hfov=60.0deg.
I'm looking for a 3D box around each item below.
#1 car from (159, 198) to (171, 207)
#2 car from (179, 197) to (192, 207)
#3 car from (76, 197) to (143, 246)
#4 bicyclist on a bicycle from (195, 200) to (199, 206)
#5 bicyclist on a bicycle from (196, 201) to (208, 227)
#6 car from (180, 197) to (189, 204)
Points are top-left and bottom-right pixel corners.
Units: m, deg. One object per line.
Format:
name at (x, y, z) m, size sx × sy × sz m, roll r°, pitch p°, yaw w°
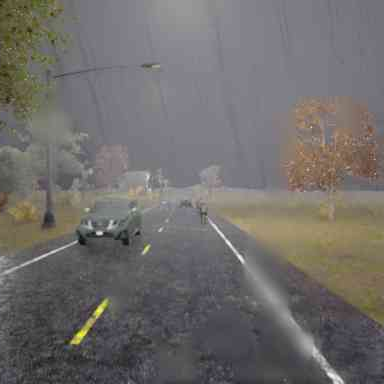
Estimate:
car at (-4.719, 1.719, 57.715) m, size 2.128 × 1.511 × 4.902 m, roll 0°, pitch 0°, yaw -1°
car at (-1.013, 1.723, 55.639) m, size 1.837 × 1.490 × 4.892 m, roll 0°, pitch 0°, yaw -2°
car at (-3.717, 1.287, 15.996) m, size 2.150 × 2.045 × 5.566 m, roll 0°, pitch 0°, yaw -1°
bicyclist on a bicycle at (0.583, 1.575, 30.673) m, size 0.582 × 1.620 × 1.656 m, roll 0°, pitch -1°, yaw -1°
bicyclist on a bicycle at (0.762, 1.540, 21.657) m, size 0.582 × 1.620 × 1.656 m, roll 0°, pitch -1°, yaw -1°
car at (-1.682, 1.787, 74.076) m, size 1.837 × 1.490 × 4.892 m, roll 0°, pitch 0°, yaw -2°
